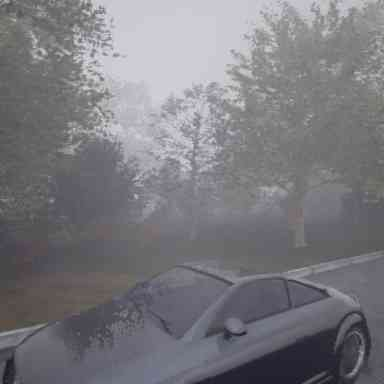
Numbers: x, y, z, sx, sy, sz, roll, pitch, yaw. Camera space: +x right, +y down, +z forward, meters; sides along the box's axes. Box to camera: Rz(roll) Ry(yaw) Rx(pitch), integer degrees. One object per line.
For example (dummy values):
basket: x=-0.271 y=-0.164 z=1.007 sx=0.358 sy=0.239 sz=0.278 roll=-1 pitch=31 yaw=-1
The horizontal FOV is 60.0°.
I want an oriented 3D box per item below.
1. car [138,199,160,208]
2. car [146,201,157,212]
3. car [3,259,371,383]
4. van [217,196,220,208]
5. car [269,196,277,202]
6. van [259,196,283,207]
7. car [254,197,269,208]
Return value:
car: x=-8.429 y=2.247 z=64.913 sx=2.097 sy=1.535 sz=5.008 roll=0 pitch=0 yaw=-36
car: x=-6.963 y=2.263 z=49.864 sx=2.097 sy=1.535 sz=5.008 roll=0 pitch=0 yaw=-36
car: x=0.196 y=1.562 z=3.826 sx=4.181 sy=1.385 sz=1.994 roll=0 pitch=0 yaw=-36
van: x=5.326 y=1.936 z=74.609 sx=1.878 sy=1.987 sz=4.442 roll=-1 pitch=0 yaw=-36
car: x=13.367 y=1.907 z=64.388 sx=2.435 sy=2.045 sz=5.566 roll=-1 pitch=0 yaw=-36
van: x=15.676 y=1.906 z=65.933 sx=1.878 sy=1.987 sz=4.442 roll=-1 pitch=0 yaw=-36
car: x=11.076 y=1.929 z=62.819 sx=2.435 sy=2.045 sz=5.566 roll=-1 pitch=0 yaw=-36
